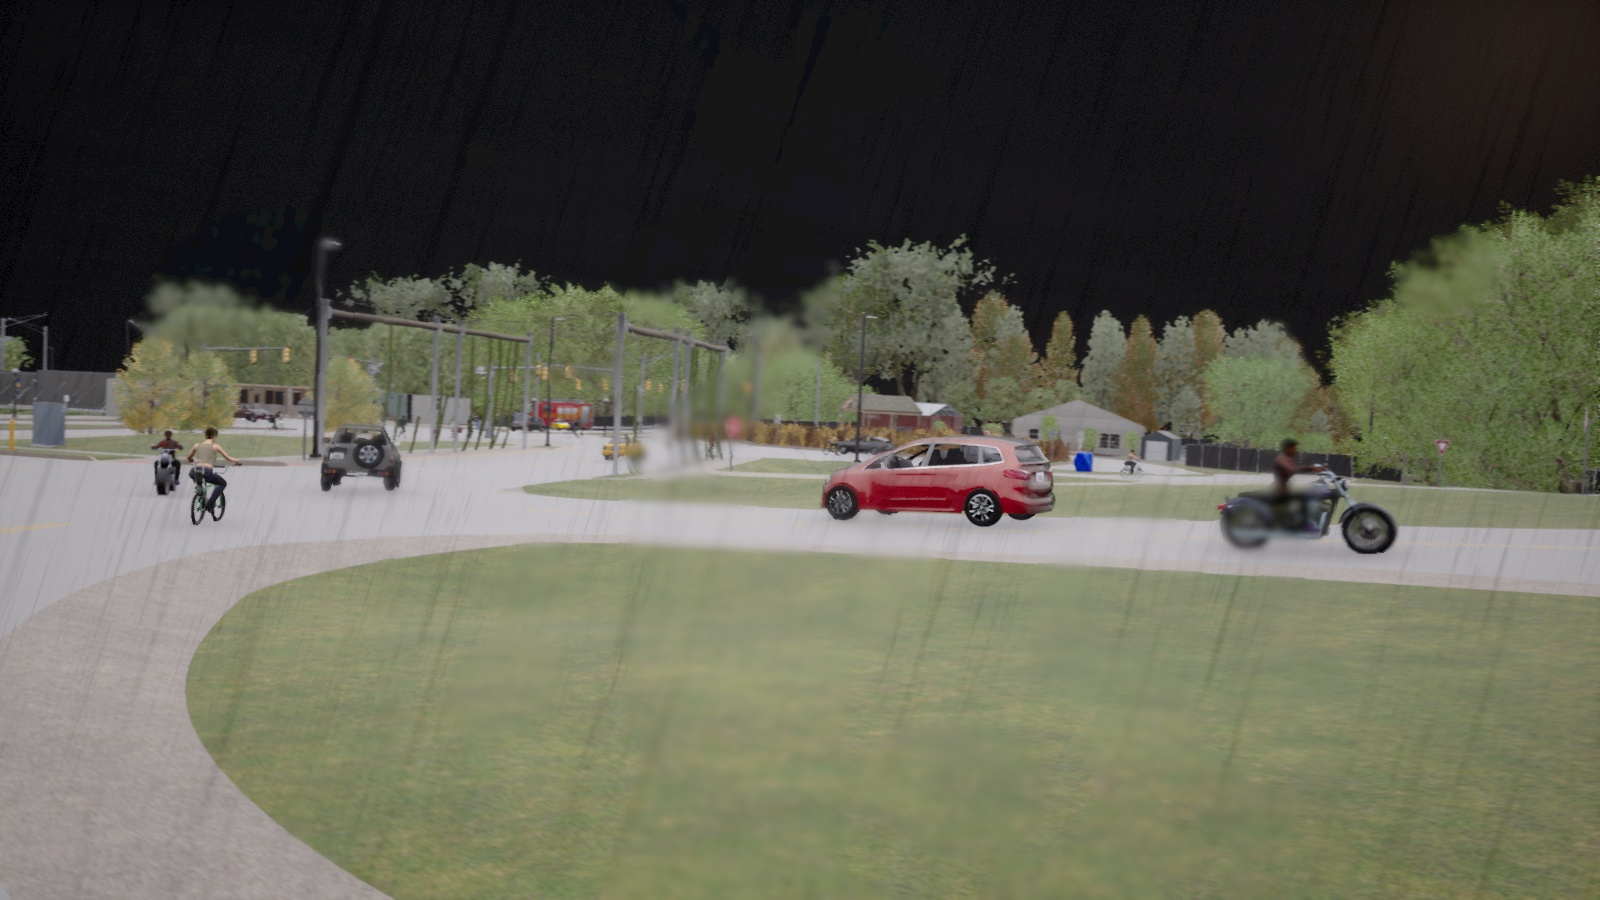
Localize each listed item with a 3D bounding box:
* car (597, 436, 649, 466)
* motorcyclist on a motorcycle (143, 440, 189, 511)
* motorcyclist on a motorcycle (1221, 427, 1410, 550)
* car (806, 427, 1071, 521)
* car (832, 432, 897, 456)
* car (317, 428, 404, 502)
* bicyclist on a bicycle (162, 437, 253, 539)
[{"bbox_3d":[-10.235,0.017,72.978,1.801,1.575,5.366,2,1,4],"label":"car"},{"bbox_3d":[-15.788,0.602,31.309,0.766,1.649,2.350,0,2,-21],"label":"motorcyclist on a motorcycle"},{"bbox_3d":[7.284,0.524,17.793,2.350,1.649,0.766,-1,1,31],"label":"motorcyclist on a motorcycle"},{"bbox_3d":[2.692,0.440,24.647,4.611,1.667,2.242,-1,1,31],"label":"car"},{"bbox_3d":[4.892,-0.473,95.256,4.514,1.525,2.007,4,3,35],"label":"car"},{"bbox_3d":[-12.200,0.402,35.094,1.932,1.855,4.605,3,-1,-16],"label":"car"},{"bbox_3d":[-9.799,0.608,20.839,0.866,1.612,1.509,2,0,-6],"label":"bicyclist on a bicycle"}]
